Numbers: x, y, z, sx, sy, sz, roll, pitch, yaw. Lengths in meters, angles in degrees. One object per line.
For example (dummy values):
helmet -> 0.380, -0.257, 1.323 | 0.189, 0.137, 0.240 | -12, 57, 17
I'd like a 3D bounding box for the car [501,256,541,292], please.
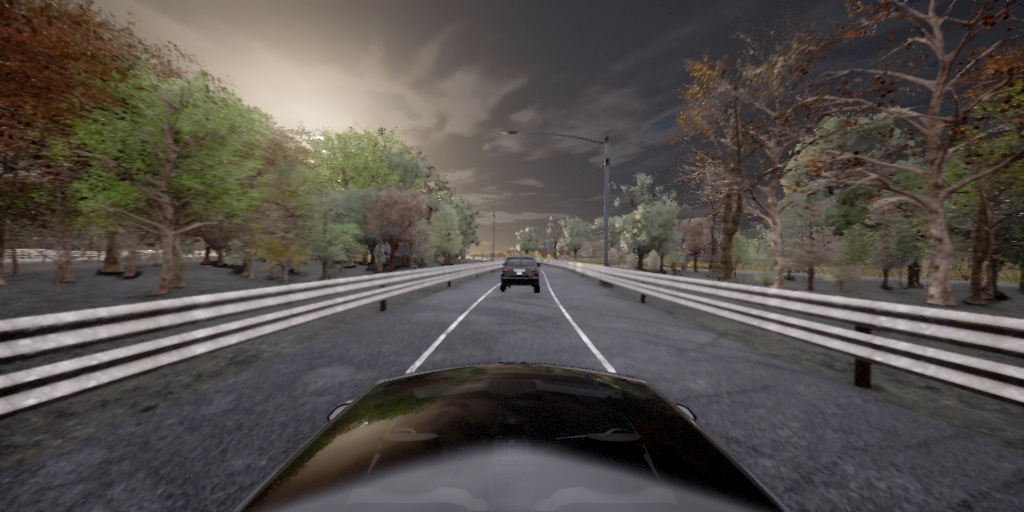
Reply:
car -> 0.580, 1.013, 21.845 | 2.150, 2.045, 5.566 | 0, 0, 4
